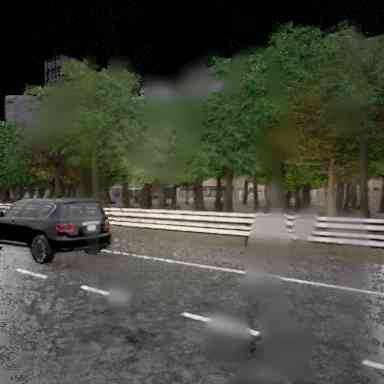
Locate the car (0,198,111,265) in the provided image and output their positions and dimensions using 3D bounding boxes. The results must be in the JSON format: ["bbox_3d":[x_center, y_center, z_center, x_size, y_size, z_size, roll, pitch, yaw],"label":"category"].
[{"bbox_3d":[-5.319,1.223,11.975,5.566,2.045,2.150,0,0,36],"label":"car"}]
